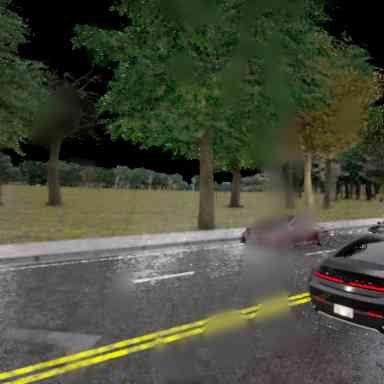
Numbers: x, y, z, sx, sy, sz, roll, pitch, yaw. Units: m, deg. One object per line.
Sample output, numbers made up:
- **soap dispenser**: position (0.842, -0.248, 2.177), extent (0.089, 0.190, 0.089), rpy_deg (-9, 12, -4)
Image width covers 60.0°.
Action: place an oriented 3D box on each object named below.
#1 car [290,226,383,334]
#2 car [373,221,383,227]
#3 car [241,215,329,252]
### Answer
- **car**: position (4.285, 1.596, 6.492), extent (4.892, 1.490, 1.837), rpy_deg (1, 0, -35)
- **car**: position (9.403, 1.685, 14.375), extent (4.902, 1.511, 2.128), rpy_deg (1, 0, -35)
- **car**: position (4.149, 1.710, 14.621), extent (4.181, 1.385, 1.994), rpy_deg (1, 0, -35)
